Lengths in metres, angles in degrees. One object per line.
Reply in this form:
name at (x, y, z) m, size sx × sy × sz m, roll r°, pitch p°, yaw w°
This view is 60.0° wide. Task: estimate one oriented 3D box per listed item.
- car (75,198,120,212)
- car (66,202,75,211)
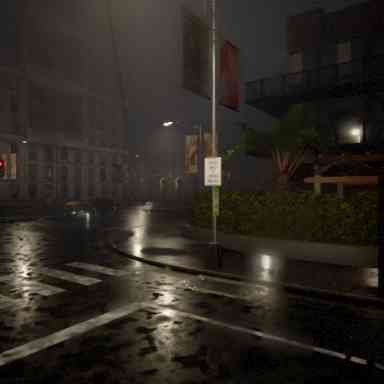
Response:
car at (-10.553, 1.504, 38.334) m, size 1.837 × 1.490 × 4.892 m, roll 0°, pitch 0°, yaw 36°
car at (-13.050, 1.477, 40.877) m, size 1.882 × 1.535 × 5.008 m, roll 0°, pitch 0°, yaw 35°
